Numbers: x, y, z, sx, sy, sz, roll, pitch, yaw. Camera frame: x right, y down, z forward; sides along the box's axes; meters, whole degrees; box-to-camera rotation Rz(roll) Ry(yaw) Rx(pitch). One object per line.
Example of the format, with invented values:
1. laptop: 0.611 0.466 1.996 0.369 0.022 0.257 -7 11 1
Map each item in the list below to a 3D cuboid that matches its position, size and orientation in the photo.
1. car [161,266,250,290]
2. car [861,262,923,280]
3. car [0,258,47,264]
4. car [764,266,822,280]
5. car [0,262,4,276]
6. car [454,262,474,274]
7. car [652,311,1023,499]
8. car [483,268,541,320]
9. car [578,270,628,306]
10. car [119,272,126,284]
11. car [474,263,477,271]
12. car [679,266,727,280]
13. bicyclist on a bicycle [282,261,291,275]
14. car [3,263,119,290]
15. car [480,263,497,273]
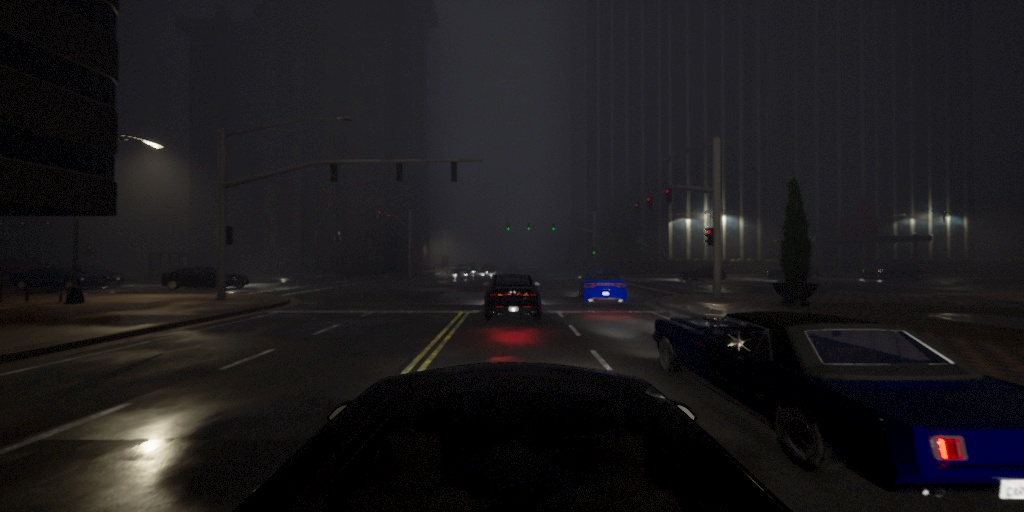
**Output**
1. car: -20.501 1.443 24.098 5.008 1.535 1.882 0 -1 -2
2. car: 37.389 1.429 35.370 4.553 1.767 2.097 0 -1 0
3. car: -48.289 1.281 34.856 5.566 2.045 2.150 -1 -1 5
4. car: 27.556 1.580 35.280 4.892 1.490 1.837 0 -1 -1
5. car: -47.867 1.505 30.813 5.008 1.535 1.882 0 -1 -4
6. car: -7.093 1.759 51.874 1.812 1.442 4.674 0 -1 0
7. car: 3.599 1.381 4.754 1.895 1.301 4.718 0 -1 0
8. car: -0.009 1.365 13.145 1.837 1.490 4.892 0 -1 -1
9. car: 4.166 1.373 16.754 1.882 1.535 5.008 0 -1 10
10. car: -32.642 1.488 27.481 4.902 1.511 2.128 0 -1 -1
11. car: -7.064 1.827 61.131 1.837 1.490 4.892 0 -1 0
12. car: 18.704 1.638 35.189 4.181 1.385 1.994 0 -1 -1
13. bicyclist on a bicycle: -26.422 1.438 42.017 0.582 1.620 1.656 0 0 -1
14. car: -30.068 1.441 24.013 5.008 1.535 1.882 0 -1 0
15. car: -3.593 1.816 53.744 1.994 1.385 4.181 0 -1 0
